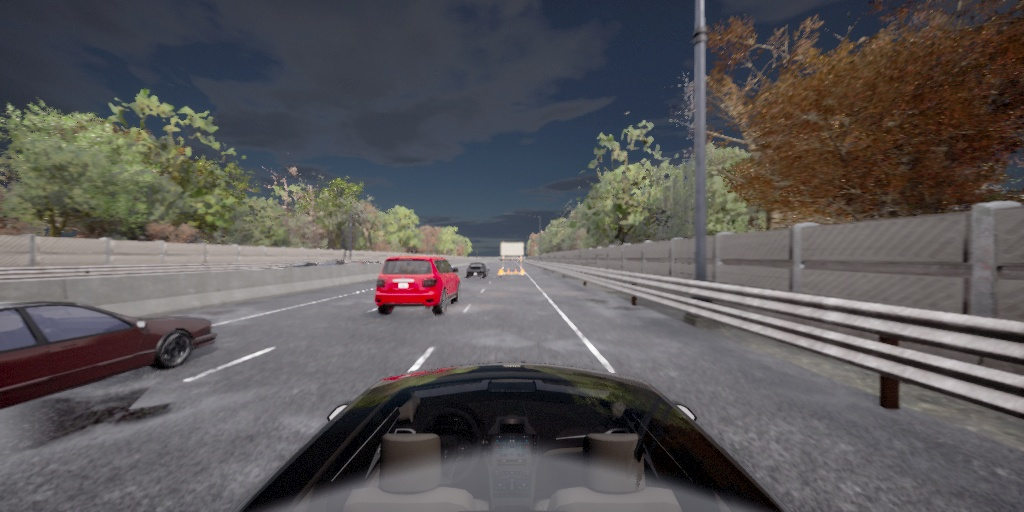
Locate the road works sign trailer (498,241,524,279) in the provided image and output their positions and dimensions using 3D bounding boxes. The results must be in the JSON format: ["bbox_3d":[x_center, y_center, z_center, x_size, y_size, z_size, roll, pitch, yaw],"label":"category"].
[{"bbox_3d":[0.010,0.347,35.037,2.380,3.560,2.880,0,0,0],"label":"road works sign trailer"}]

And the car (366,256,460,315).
[{"bbox_3d":[-3.396,1.017,13.873,2.150,2.045,5.566,0,0,0],"label":"car"}]

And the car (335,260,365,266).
[{"bbox_3d":[-17.556,1.385,40.462,1.882,1.535,5.008,0,0,0],"label":"car"}]

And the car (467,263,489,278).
[{"bbox_3d":[-3.389,1.391,35.698,1.837,1.490,4.892,0,0,0],"label":"car"}]

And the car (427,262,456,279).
[{"bbox_3d":[-6.890,1.363,35.525,1.882,1.535,5.008,0,0,0],"label":"car"}]

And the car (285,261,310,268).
[{"bbox_3d":[-24.540,1.393,42.043,1.882,1.535,5.008,0,0,1],"label":"car"}]

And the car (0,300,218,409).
[{"bbox_3d":[-6.900,1.309,4.765,2.033,1.411,5.357,0,0,0],"label":"car"}]

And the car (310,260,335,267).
[{"bbox_3d":[-21.044,1.267,41.969,2.097,1.767,4.553,0,0,1],"label":"car"}]
